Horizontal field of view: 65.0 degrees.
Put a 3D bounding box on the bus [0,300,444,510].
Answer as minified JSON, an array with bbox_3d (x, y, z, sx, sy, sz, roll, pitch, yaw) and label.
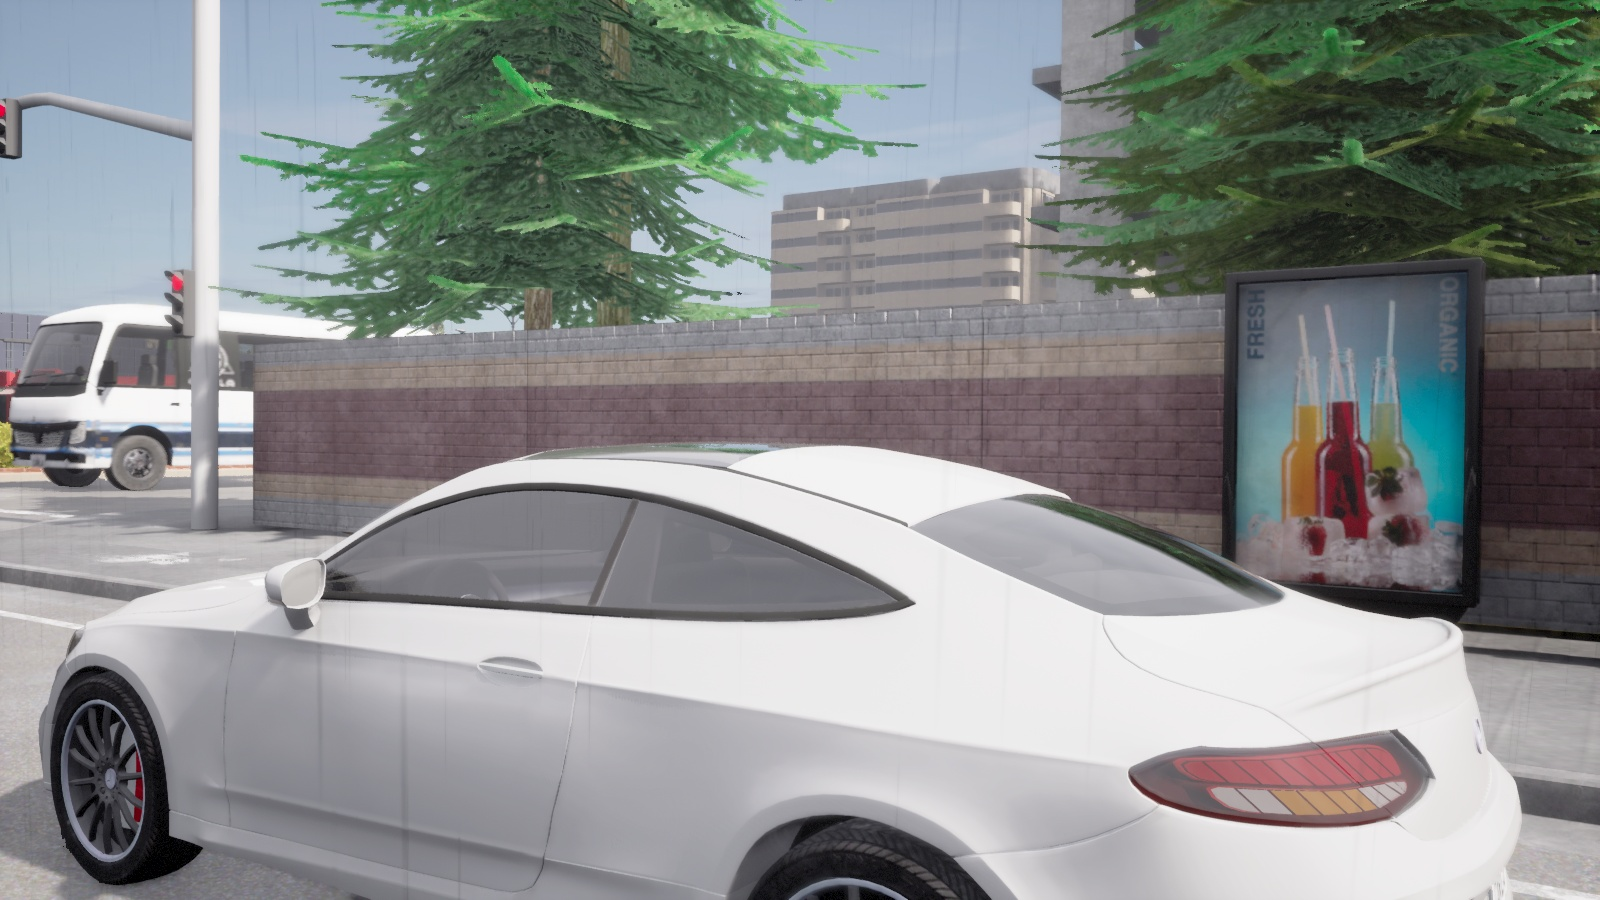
[{"bbox_3d":[-14.151,-0.994,30.903,3.944,4.253,10.273,0,1,33],"label":"bus"}]

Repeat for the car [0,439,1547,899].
[{"bbox_3d":[-0.437,0.708,3.913,4.674,1.442,1.812,0,1,33],"label":"car"}]
